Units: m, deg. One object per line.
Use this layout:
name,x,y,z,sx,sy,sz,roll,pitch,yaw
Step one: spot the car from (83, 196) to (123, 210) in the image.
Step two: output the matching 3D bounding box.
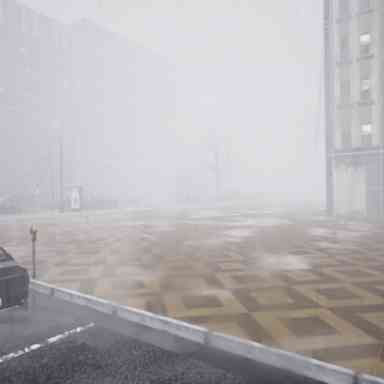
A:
car,-10.214,1.178,37.254,1.967,1.590,4.097,-1,0,36

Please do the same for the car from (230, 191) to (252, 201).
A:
car,9.231,1.040,64.122,1.887,1.381,4.507,-1,0,36

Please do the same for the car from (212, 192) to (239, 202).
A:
car,5.991,1.085,59.644,2.008,1.369,4.403,-1,0,36

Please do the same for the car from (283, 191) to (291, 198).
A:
car,22.194,0.924,82.033,1.802,1.307,4.206,-1,0,36

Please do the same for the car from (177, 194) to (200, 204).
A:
car,-0.492,1.054,50.688,1.967,1.590,4.097,-1,0,36

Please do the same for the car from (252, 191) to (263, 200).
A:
car,12.472,1.038,68.599,1.802,1.307,4.206,-1,0,36

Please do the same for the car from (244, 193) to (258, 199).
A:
car,15.407,1.030,86.947,1.947,1.339,4.313,-1,0,36

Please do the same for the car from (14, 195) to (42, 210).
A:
car,-20.243,1.218,37.690,2.192,1.841,5.009,0,0,36

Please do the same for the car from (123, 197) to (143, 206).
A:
car,-9.382,1.352,48.278,1.895,1.301,4.718,-1,0,36

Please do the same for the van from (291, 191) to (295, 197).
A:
van,25.432,0.647,86.511,1.690,1.788,3.998,-1,0,36

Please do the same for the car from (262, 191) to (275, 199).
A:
car,15.710,0.733,73.077,2.192,1.841,5.009,-1,0,36

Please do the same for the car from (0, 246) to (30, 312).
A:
car,-4.926,1.551,6.558,4.403,1.369,2.008,0,-1,35

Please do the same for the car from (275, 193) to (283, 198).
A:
car,18.953,0.931,77.555,2.008,1.369,4.403,-1,0,36

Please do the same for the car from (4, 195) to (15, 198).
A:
car,-20.654,1.376,32.700,1.882,1.535,5.008,-1,0,37

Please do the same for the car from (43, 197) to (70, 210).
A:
car,-15.090,1.351,40.395,1.812,1.442,4.674,-1,0,36

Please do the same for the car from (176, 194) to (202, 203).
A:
car,-0.472,1.168,60.431,2.128,1.511,4.902,-1,0,36

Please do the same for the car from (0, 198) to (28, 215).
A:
car,-16.694,1.405,28.298,1.802,1.307,4.206,-1,0,36

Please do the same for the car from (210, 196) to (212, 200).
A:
car,5.683,1.019,73.513,1.967,1.590,4.097,-1,0,36
